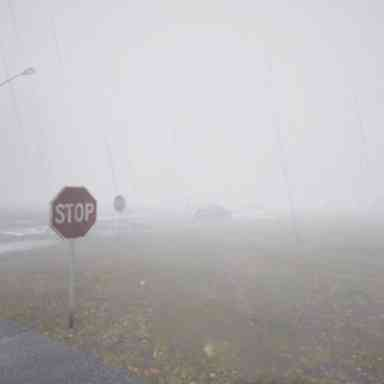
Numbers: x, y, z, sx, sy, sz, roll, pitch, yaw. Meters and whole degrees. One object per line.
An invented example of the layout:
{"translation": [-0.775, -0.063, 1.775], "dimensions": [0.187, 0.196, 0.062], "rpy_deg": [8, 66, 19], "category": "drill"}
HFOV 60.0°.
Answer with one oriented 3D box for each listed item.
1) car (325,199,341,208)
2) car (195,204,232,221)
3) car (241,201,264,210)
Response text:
{"translation": [28.887, 2.449, 68.937], "dimensions": [1.812, 1.442, 4.674], "rpy_deg": [1, 0, 36], "category": "car"}
{"translation": [2.052, 1.913, 31.708], "dimensions": [1.812, 1.442, 4.674], "rpy_deg": [1, 0, 36], "category": "car"}
{"translation": [10.026, 2.143, 54.744], "dimensions": [2.033, 1.411, 5.357], "rpy_deg": [1, 0, 36], "category": "car"}
